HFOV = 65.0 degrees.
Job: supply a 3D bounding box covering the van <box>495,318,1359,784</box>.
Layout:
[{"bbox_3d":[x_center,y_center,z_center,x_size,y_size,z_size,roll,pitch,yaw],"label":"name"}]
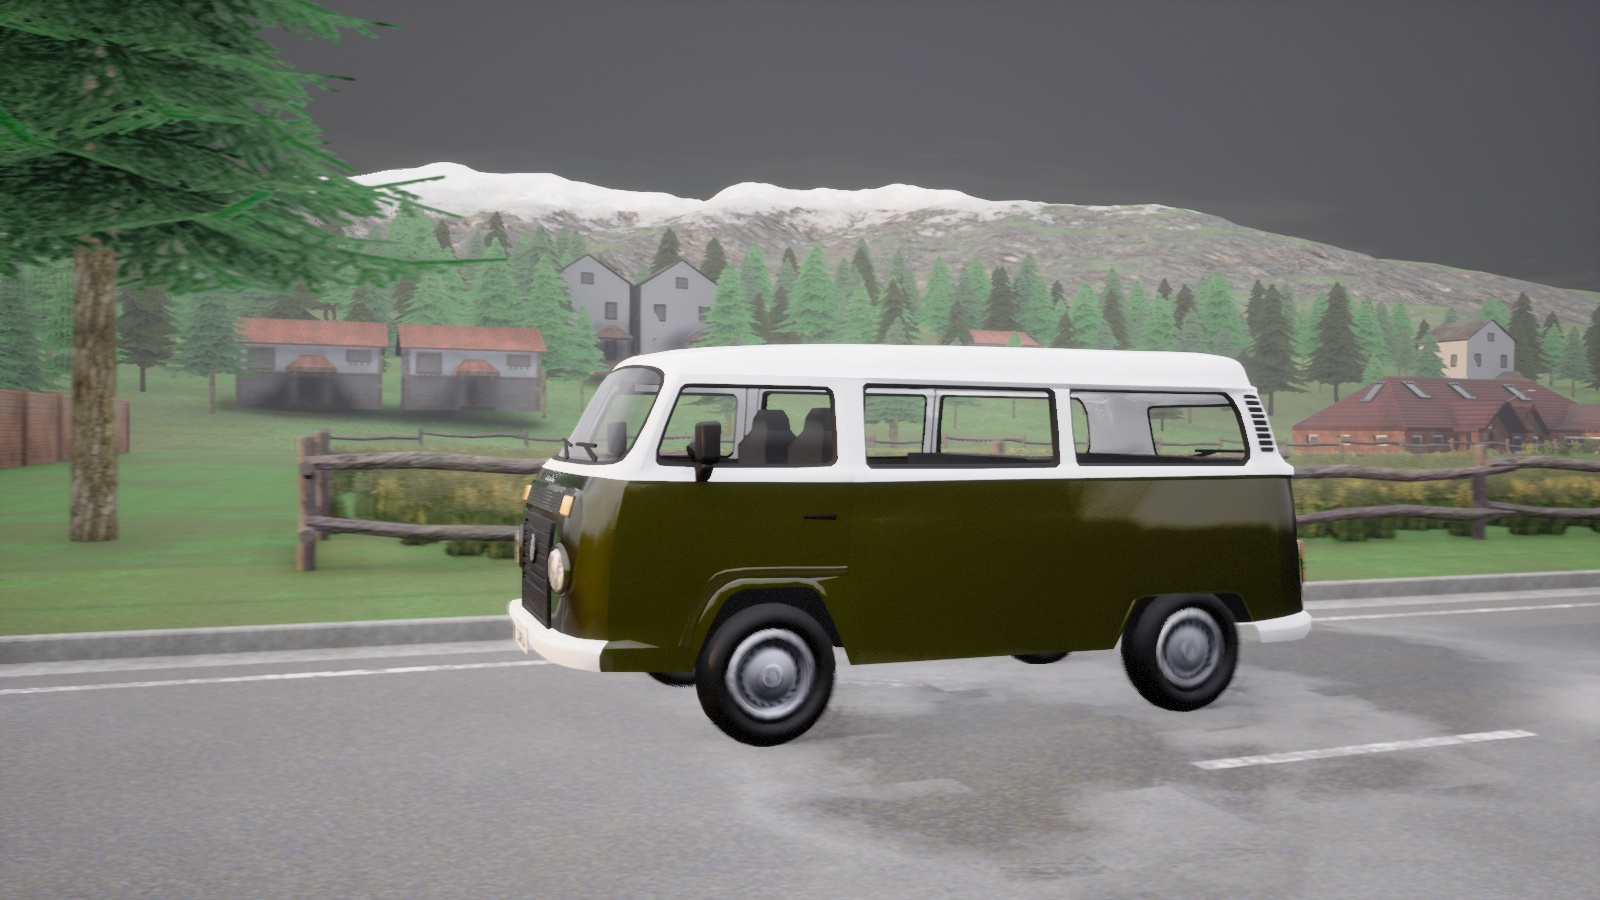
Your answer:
[{"bbox_3d":[0.679,0.396,7.237,4.480,2.038,2.069,-1,1,-21],"label":"van"}]
